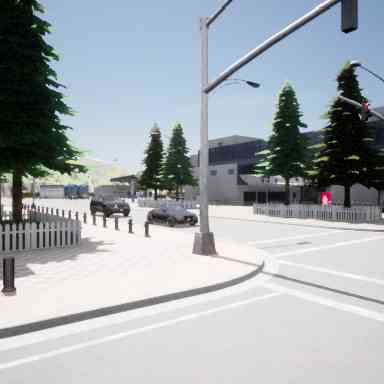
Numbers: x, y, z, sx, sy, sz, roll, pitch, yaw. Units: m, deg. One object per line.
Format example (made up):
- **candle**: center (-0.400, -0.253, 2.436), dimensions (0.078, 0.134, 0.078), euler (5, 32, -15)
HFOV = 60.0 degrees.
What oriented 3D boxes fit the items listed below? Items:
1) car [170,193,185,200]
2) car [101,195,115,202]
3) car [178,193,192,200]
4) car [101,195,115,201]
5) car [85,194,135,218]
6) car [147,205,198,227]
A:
- **car**: center (-3.884, 1.113, 86.005), dimensions (1.932, 1.855, 4.605), euler (0, 0, -37)
- **car**: center (-18.893, 1.389, 75.046), dimensions (1.845, 1.501, 3.633), euler (0, 0, -37)
- **car**: center (-1.796, 1.092, 88.067), dimensions (1.905, 1.878, 3.866), euler (0, 0, -37)
- **car**: center (-20.919, 1.400, 82.782), dimensions (1.970, 1.475, 3.806), euler (0, 0, -37)
- **car**: center (-7.851, 1.237, 31.390), dimensions (2.150, 2.045, 5.566), euler (0, 0, -37)
- **car**: center (-1.416, 1.579, 22.872), dimensions (1.994, 1.385, 4.181), euler (0, 0, -37)
